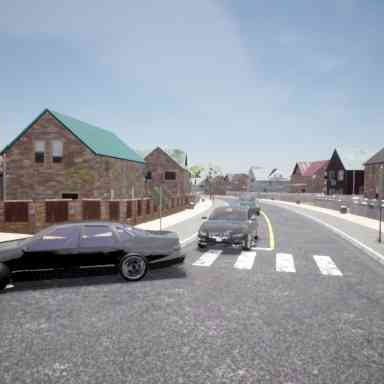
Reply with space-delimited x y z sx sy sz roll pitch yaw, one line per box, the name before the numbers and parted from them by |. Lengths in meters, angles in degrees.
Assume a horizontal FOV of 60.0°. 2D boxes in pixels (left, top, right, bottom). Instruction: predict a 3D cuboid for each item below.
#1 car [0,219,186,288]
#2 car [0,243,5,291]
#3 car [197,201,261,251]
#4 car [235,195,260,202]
car | -2.877 1.434 8.380 5.357 1.411 2.033 -1 1 -14
car | -5.896 1.589 5.693 4.718 1.301 1.895 0 1 18
car | 1.605 1.337 13.515 1.837 1.490 4.892 1 1 17
car | 4.822 1.072 29.033 2.097 1.767 4.553 1 0 9
